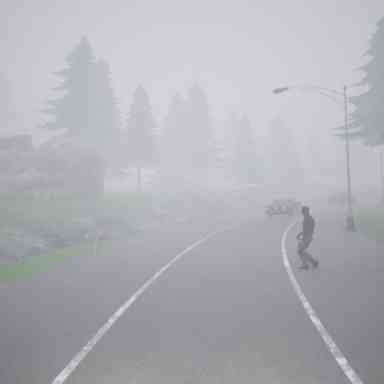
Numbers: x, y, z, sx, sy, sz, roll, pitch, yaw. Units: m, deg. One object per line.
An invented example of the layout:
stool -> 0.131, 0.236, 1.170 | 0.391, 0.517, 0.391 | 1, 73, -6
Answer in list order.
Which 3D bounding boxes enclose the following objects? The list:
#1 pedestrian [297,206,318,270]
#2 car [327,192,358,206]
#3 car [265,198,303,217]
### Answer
pedestrian -> 3.147, 1.197, 9.129 | 0.375, 1.860, 0.375 | 5, -5, 11
car -> 17.846, 0.788, 39.359 | 4.902, 1.511, 2.128 | -1, -3, -41
car -> 7.393, 1.179, 26.344 | 2.033, 1.411, 5.357 | -3, 0, 31
